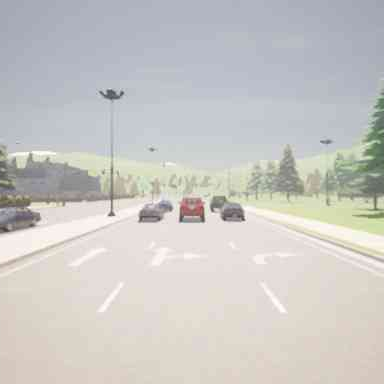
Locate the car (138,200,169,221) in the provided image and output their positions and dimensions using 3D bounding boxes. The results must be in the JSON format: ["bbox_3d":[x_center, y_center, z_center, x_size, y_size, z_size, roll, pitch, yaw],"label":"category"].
[{"bbox_3d":[-3.490,1.717,29.218,2.033,1.411,5.357,0,0,0],"label":"car"}]

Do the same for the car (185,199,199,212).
[{"bbox_3d":[0.007,1.758,43.813,1.837,1.490,4.892,0,0,0],"label":"car"}]

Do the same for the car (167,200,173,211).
[{"bbox_3d":[-3.494,1.782,44.422,1.812,1.442,4.674,0,0,0],"label":"car"}]

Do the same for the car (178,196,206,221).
[{"bbox_3d":[0.007,1.390,28.848,2.150,2.045,5.566,0,0,0],"label":"car"}]

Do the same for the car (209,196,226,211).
[{"bbox_3d":[3.508,1.474,44.037,2.150,2.045,5.566,0,0,0],"label":"car"}]

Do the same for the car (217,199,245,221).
[{"bbox_3d":[3.510,1.675,29.478,1.837,1.490,4.892,0,0,0],"label":"car"}]

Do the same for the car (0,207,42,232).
[{"bbox_3d":[-11.524,1.674,21.182,2.033,1.411,5.357,0,0,0],"label":"car"}]
